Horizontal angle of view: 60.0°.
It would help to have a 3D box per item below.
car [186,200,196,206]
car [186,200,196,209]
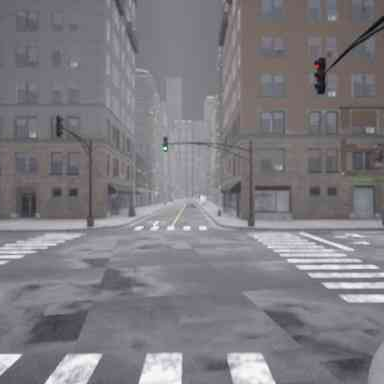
[{"bbox_3d":[-0.210,2.394,71.642,1.895,1.301,4.718,0,-1,0],"label":"car"},{"bbox_3d":[-0.163,2.432,61.636,1.895,1.301,4.718,0,-1,0],"label":"car"}]
